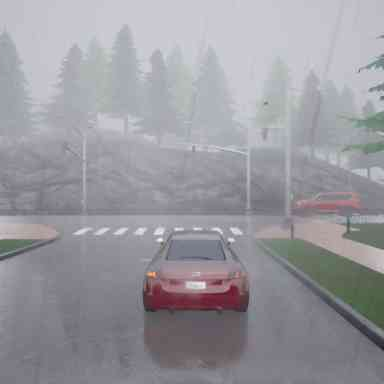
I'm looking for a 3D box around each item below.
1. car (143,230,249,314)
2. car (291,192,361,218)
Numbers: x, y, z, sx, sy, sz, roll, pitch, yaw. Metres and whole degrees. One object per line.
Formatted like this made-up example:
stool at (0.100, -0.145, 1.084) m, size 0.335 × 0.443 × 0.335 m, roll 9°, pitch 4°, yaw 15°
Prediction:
car at (0.084, 1.563, 7.685) m, size 1.994 × 1.385 × 4.181 m, roll 0°, pitch 0°, yaw 0°
car at (10.845, 1.057, 27.231) m, size 5.566 × 2.045 × 2.150 m, roll 0°, pitch 0°, yaw 0°
